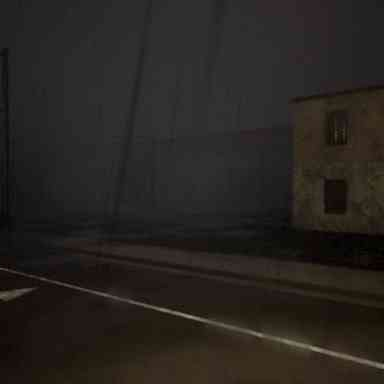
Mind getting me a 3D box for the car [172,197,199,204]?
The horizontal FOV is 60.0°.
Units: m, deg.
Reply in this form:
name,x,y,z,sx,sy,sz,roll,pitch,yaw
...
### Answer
name,x,y,z,sx,sy,sz,roll,pitch,yaw
car,-1.280,1.750,66.406,5.357,1.411,2.033,0,0,-15
